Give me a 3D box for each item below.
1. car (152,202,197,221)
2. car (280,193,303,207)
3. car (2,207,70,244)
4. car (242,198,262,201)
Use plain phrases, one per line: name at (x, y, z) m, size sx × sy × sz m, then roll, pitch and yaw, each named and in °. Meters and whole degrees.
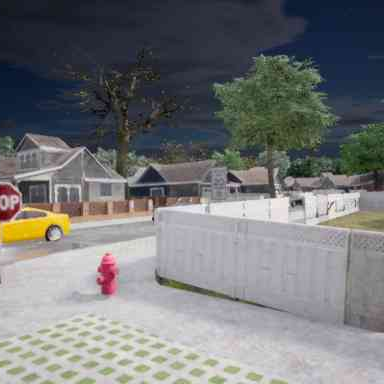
car at (-0.833, 1.368, 22.890) m, size 1.994 × 1.385 × 4.181 m, roll -2°, pitch -1°, yaw 38°
car at (11.822, 0.903, 40.102) m, size 2.097 × 1.767 × 4.553 m, roll -2°, pitch -1°, yaw 37°
car at (-7.552, 1.425, 13.763) m, size 1.882 × 1.535 × 5.008 m, roll -2°, pitch -1°, yaw 36°
car at (5.568, 1.275, 31.619) m, size 1.895 × 1.301 × 4.718 m, roll -2°, pitch -1°, yaw 36°
